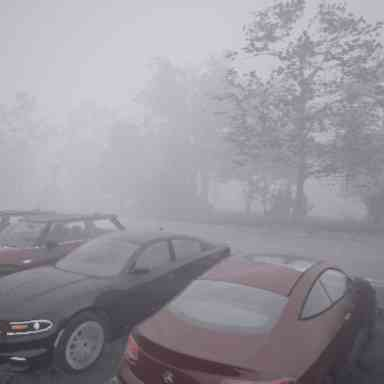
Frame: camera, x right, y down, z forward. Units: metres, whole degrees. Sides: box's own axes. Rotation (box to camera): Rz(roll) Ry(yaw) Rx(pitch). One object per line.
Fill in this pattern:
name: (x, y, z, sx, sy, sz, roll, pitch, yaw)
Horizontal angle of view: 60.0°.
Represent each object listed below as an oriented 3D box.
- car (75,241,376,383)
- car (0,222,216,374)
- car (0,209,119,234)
car: (1.136, 1.515, 4.334, 2.002, 1.452, 4.674, 0, 0, 36)
car: (-1.118, 1.464, 5.955, 2.097, 1.535, 5.008, 0, 0, 36)
car: (-3.361, 1.328, 7.589, 2.185, 1.767, 4.553, 0, 0, 36)
